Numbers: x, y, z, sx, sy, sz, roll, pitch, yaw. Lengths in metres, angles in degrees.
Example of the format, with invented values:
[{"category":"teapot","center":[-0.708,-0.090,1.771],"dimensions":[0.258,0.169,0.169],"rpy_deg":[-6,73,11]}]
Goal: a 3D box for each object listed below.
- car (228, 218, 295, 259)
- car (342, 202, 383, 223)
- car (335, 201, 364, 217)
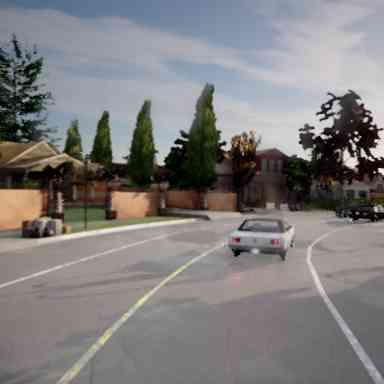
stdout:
[{"category":"car","center":[2.885,1.643,12.874],"dimensions":[1.895,1.301,4.718],"rpy_deg":[0,0,22]},{"category":"car","center":[15.859,1.868,29.169],"dimensions":[5.357,1.411,2.033],"rpy_deg":[1,-1,-35]},{"category":"car","center":[16.735,1.736,34.060],"dimensions":[4.553,1.767,2.097],"rpy_deg":[1,-1,-33]}]
